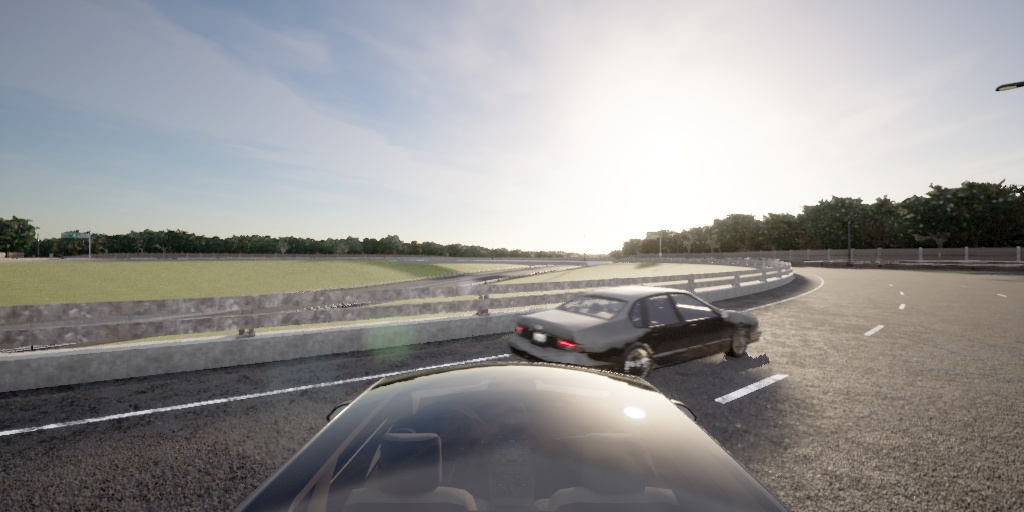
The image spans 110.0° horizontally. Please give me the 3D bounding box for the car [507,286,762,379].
[{"bbox_3d":[2.547,1.297,6.831,5.357,1.411,2.033,0,0,-32],"label":"car"}]
